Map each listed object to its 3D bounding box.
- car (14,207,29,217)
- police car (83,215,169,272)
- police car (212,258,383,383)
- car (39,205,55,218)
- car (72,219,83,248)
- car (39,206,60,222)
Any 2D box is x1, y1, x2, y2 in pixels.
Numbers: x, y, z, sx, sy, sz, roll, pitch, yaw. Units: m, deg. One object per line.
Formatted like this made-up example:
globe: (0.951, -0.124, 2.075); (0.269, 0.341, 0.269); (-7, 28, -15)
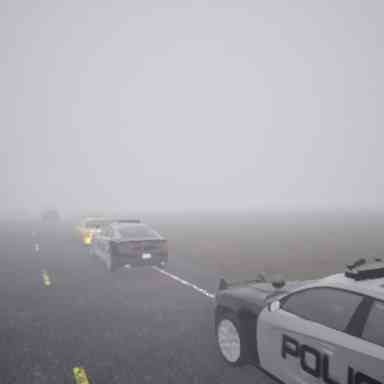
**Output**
car: (-25.487, 2.995, 49.822); (1.812, 1.442, 4.674); (1, -2, -24)
police car: (-2.579, 1.846, 12.602); (1.930, 1.638, 5.238); (2, -2, -27)
police car: (2.022, 1.584, 3.765); (1.930, 1.638, 5.238); (2, -2, -28)
car: (-21.769, 2.860, 49.929); (2.097, 1.767, 4.553); (1, -2, -24)
car: (-5.326, 2.036, 18.001); (1.801, 1.575, 5.366); (2, -2, -27)
car: (-16.341, 2.671, 38.314); (1.837, 1.490, 4.892); (1, -3, -24)
